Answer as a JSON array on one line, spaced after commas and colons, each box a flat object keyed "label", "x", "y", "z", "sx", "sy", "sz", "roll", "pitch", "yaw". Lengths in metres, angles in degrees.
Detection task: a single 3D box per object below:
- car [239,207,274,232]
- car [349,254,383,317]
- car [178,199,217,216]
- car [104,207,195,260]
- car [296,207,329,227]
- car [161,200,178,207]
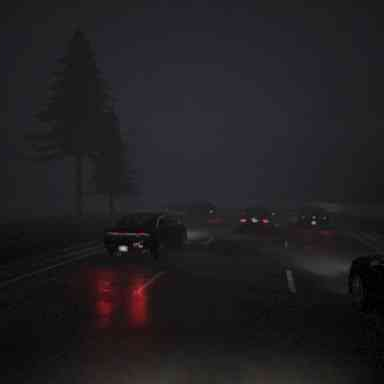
[{"label": "car", "x": 4.079, "y": 1.637, "z": 20.736, "sx": 2.033, "sy": 1.411, "sz": 5.357, "roll": 0, "pitch": 0, "yaw": 15}, {"label": "car", "x": 3.942, "y": 1.514, "z": 4.826, "sx": 2.128, "sy": 1.511, "sz": 4.902, "roll": 0, "pitch": 0, "yaw": 5}, {"label": "car", "x": 0.731, "y": 1.651, "z": 34.509, "sx": 1.837, "sy": 1.490, "sz": 4.892, "roll": 2, "pitch": -1, "yaw": -27}, {"label": "car", "x": -1.569, "y": 1.545, "z": 12.702, "sx": 2.128, "sy": 1.511, "sz": 4.902, "roll": 0, "pitch": 0, "yaw": 13}, {"label": "car", "x": 8.488, "y": 1.705, "z": 23.782, "sx": 1.895, "sy": 1.301, "sz": 4.718, "roll": 0, "pitch": 0, "yaw": 14}, {"label": "car", "x": -1.539, "y": 1.661, "z": 41.006, "sx": 4.902, "sy": 1.511, "sz": 2.128, "roll": -1, "pitch": -1, "yaw": 28}]
